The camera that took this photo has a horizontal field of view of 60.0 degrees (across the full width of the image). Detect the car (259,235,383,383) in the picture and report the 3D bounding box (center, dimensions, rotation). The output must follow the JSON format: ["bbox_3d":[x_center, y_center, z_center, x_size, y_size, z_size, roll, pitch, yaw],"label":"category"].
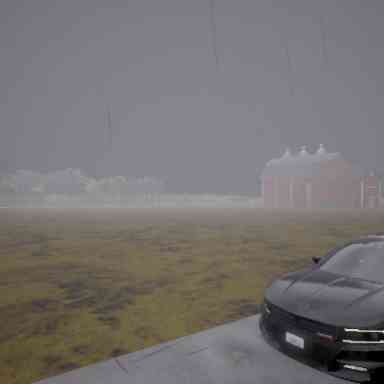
[{"bbox_3d":[3.249,1.484,5.389,5.008,1.535,1.882,0,0,-35],"label":"car"}]
